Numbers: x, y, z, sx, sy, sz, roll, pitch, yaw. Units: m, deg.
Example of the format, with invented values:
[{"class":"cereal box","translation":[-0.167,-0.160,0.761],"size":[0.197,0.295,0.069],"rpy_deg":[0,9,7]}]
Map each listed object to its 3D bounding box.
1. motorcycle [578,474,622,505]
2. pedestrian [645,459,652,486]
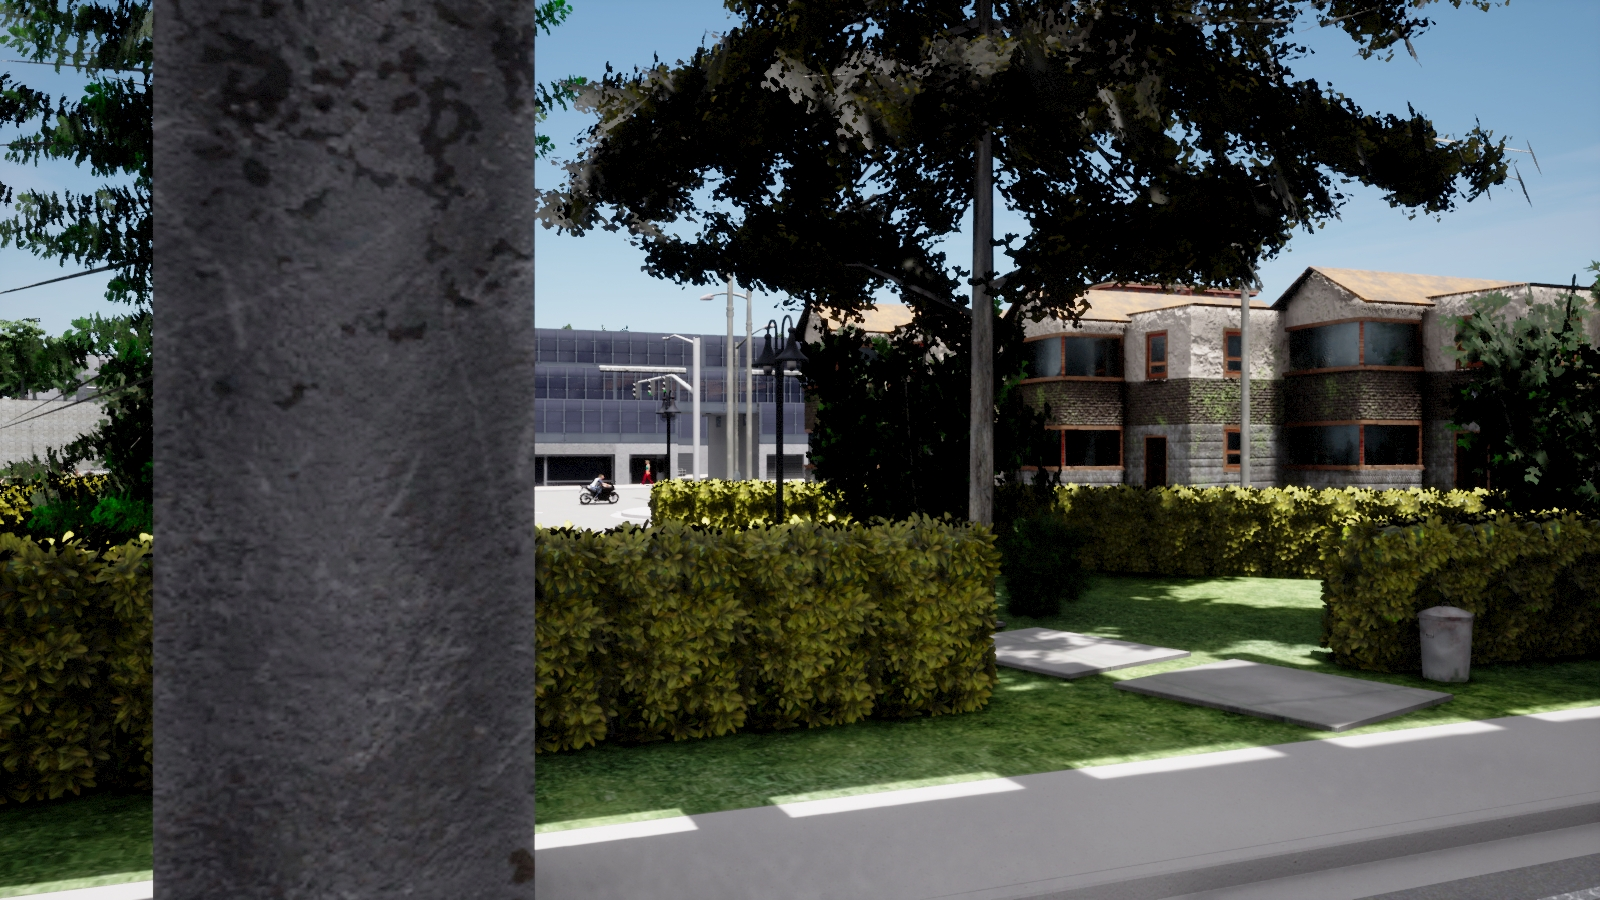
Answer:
[{"class":"motorcycle","translation":[-10.013,1.968,57.116],"size":[2.033,1.505,0.803],"rpy_deg":[0,0,-21]},{"class":"pedestrian","translation":[-10.398,1.550,78.361],"size":[0.375,1.860,0.375],"rpy_deg":[0,0,-23]}]
